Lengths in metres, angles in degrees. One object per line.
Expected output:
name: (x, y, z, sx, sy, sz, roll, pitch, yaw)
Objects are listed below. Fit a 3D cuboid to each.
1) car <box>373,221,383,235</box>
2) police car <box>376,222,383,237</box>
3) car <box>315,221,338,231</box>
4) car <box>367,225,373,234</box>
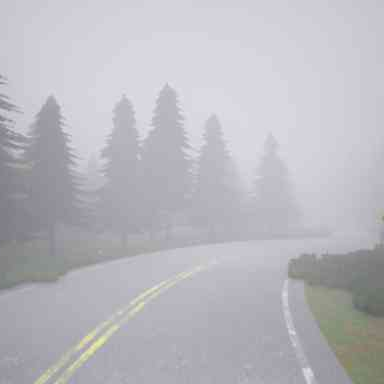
car: (24.791, 4.651, 42.019, 2.150, 2.045, 5.566, 0, -4, 22)
police car: (19.823, 4.130, 32.775, 1.930, 1.638, 5.238, 1, -4, 35)
car: (23.798, 6.019, 58.164, 2.128, 1.511, 4.902, 0, -4, 4)
car: (26.735, 5.379, 48.014, 1.812, 1.442, 4.674, 0, -4, 14)
